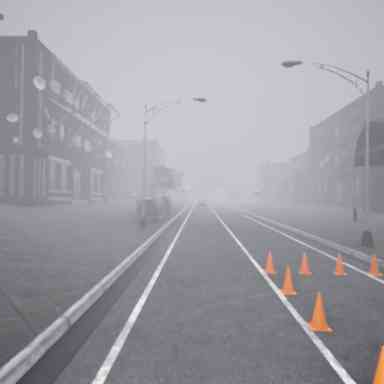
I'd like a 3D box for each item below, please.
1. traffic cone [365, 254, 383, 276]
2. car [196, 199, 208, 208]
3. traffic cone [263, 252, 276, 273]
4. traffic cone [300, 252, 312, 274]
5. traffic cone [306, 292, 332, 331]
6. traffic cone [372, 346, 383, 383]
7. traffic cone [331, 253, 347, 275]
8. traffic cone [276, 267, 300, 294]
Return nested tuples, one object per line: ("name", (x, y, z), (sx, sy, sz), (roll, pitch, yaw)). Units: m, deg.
("traffic cone", (5.261, 2.077, 9.600), (0.340, 0.580, 0.340), (1, 0, 1))
("car", (1.711, 1.986, 58.028), (2.033, 1.411, 5.357), (1, 0, 1))
("traffic cone", (2.263, 2.030, 9.673), (0.340, 0.580, 0.340), (1, 0, 1))
("traffic cone", (3.262, 2.046, 9.649), (0.340, 0.580, 0.340), (1, 0, 1))
("traffic cone", (2.166, 2.009, 5.674), (0.340, 0.580, 0.340), (1, 0, 1))
("traffic cone", (2.118, 2.000, 3.674), (0.340, 0.580, 0.340), (1, 0, 1))
("traffic cone", (4.262, 2.061, 9.624), (0.340, 0.580, 0.340), (1, 0, 1))
("traffic cone", (2.215, 2.020, 7.673), (0.340, 0.580, 0.340), (1, 0, 1))
